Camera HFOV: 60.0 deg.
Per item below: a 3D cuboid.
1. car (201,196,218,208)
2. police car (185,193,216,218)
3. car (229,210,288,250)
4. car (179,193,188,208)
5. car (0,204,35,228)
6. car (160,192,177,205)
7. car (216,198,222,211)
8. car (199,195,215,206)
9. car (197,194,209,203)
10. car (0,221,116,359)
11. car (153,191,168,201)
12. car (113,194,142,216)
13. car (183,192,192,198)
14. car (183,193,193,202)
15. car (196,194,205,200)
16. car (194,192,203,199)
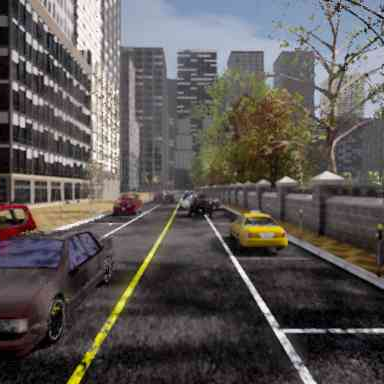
[{"bbox_3d":[2.143,1.251,41.152,1.802,1.307,4.206,0,0,-1],"label":"car"},{"bbox_3d":[0.616,1.202,28.056,1.930,1.638,5.238,0,0,-1],"label":"police car"},{"bbox_3d":[2.515,1.418,13.583,1.752,1.417,4.829,0,0,0],"label":"car"},{"bbox_3d":[-0.012,1.223,37.735,1.812,1.442,4.674,0,1,-14],"label":"car"},{"bbox_3d":[-5.477,1.254,7.876,2.192,1.841,5.009,0,0,0],"label":"car"},{"bbox_3d":[-3.395,1.101,50.225,1.837,1.490,4.892,0,0,-1],"label":"car"},{"bbox_3d":[2.235,1.265,35.603,2.008,1.369,4.403,0,0,-1],"label":"car"},{"bbox_3d":[2.052,1.189,46.701,1.947,1.339,4.313,0,0,-1],"label":"car"},{"bbox_3d":[1.869,1.096,57.799,1.947,1.339,4.313,0,0,-1],"label":"car"},{"bbox_3d":[-2.866,1.496,6.521,2.033,1.411,5.357,0,0,0],"label":"car"},{"bbox_3d":[-6.248,0.800,63.313,2.192,1.841,5.009,0,0,-1],"label":"car"},{"bbox_3d":[-5.702,1.076,30.070,2.192,1.841,5.009,0,0,-1],"label":"car"},{"bbox_3d":[-1.113,0.678,83.330,2.128,1.511,4.902,0,0,-1],"label":"car"},{"bbox_3d":[-0.758,0.975,61.781,1.882,1.535,5.008,0,0,-1],"label":"car"},{"bbox_3d":[1.687,1.018,68.896,1.802,1.307,4.206,0,0,-1],"label":"car"},{"bbox_3d":[1.504,0.780,79.993,1.967,1.590,4.097,0,0,-1],"label":"car"}]
